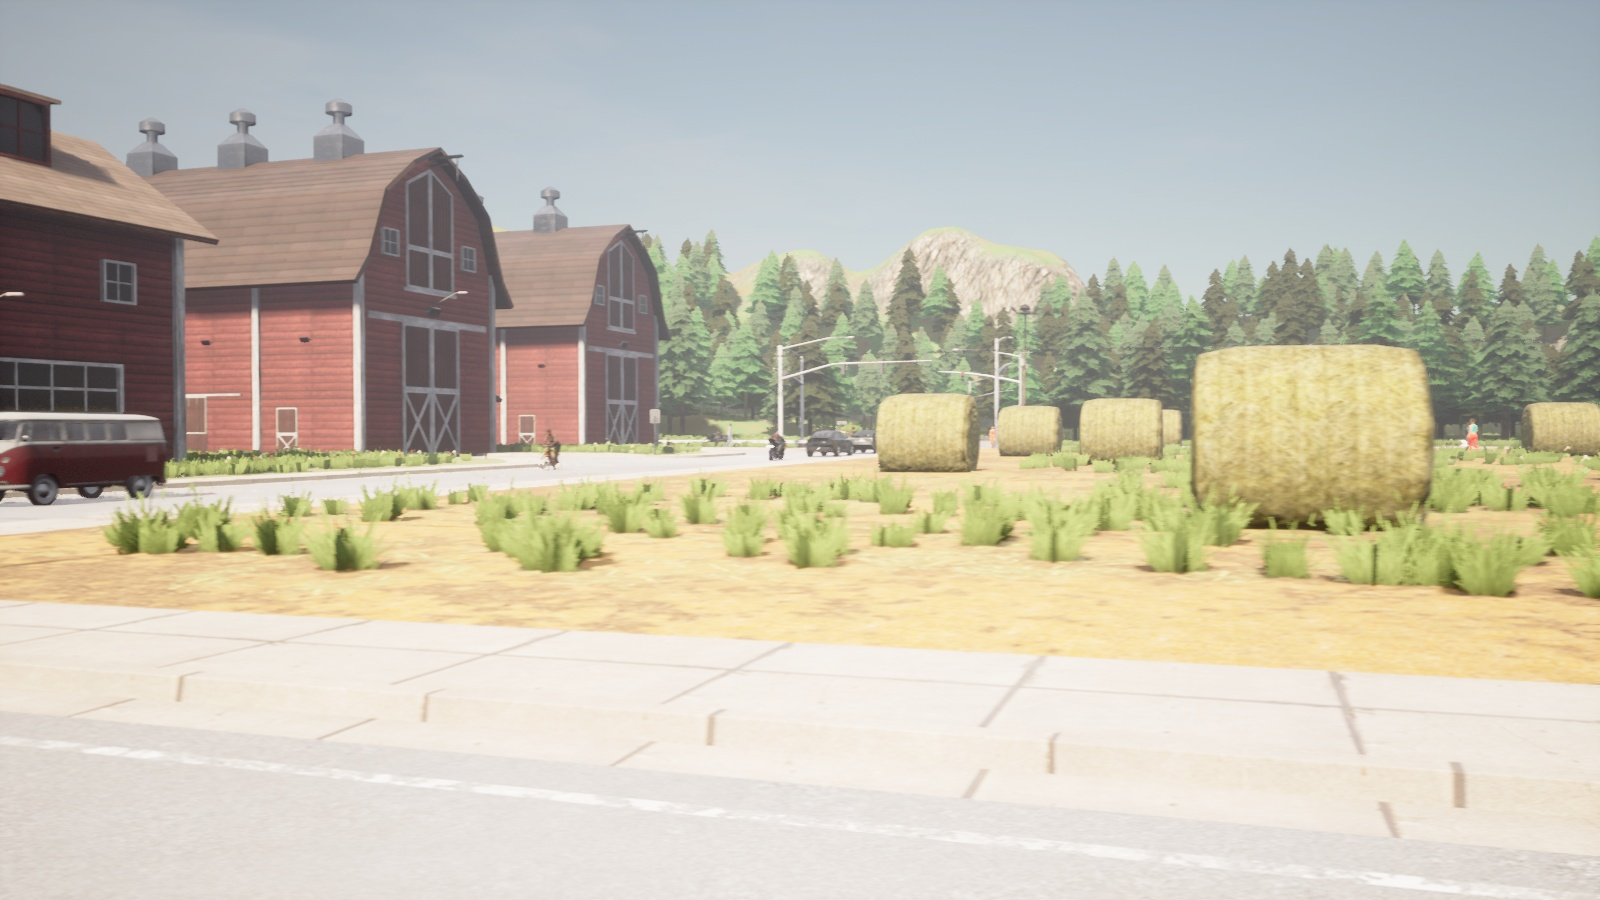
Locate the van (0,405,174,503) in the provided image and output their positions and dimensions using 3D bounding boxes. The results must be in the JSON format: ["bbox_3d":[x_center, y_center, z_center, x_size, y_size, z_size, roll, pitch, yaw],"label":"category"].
[{"bbox_3d":[-16.332,0.044,27.855,1.775,1.987,4.442,1,1,18],"label":"van"}]

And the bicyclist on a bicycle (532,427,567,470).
[{"bbox_3d":[-9.687,-0.063,48.633,0.582,1.620,1.656,1,1,18],"label":"bicyclist on a bicycle"}]

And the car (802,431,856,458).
[{"bbox_3d":[1.729,-0.355,72.829,1.837,1.490,4.892,1,1,17],"label":"car"}]

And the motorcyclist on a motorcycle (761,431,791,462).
[{"bbox_3d":[-1.202,-0.190,63.667,0.866,1.530,2.191,0,1,18],"label":"motorcyclist on a motorcycle"}]

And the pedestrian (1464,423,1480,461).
[{"bbox_3d":[32.094,-0.388,59.968,0.345,1.836,0.594,0,1,-8],"label":"pedestrian"}]

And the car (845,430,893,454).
[{"bbox_3d":[4.516,-0.547,81.541,2.007,1.525,4.514,1,1,18],"label":"car"}]
